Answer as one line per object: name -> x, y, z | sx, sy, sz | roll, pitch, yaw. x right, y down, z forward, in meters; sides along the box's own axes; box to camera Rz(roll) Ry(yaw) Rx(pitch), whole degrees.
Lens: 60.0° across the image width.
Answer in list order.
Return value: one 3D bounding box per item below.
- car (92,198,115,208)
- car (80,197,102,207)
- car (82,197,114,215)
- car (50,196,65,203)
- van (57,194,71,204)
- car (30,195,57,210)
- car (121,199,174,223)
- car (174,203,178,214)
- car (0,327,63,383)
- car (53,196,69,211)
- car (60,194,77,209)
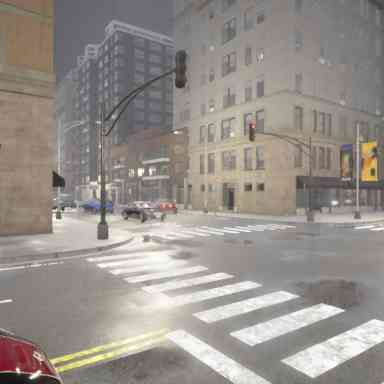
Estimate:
car -> -12.651, 1.560, 47.556 | 1.802, 1.307, 4.206 | 0, 0, -35
car -> -15.889, 1.504, 52.153 | 1.752, 1.417, 4.829 | 0, 0, -35
car -> -9.527, 1.441, 33.593 | 1.882, 1.535, 5.008 | 0, 0, -35
car -> -28.354, 1.556, 69.848 | 1.947, 1.339, 4.313 | 0, 0, -35
van -> -25.213, 1.328, 65.390 | 1.690, 1.788, 3.998 | 0, 0, -35
car -> -19.211, 1.265, 42.938 | 2.192, 1.841, 5.009 | 0, 0, -35
car -> -3.772, 1.464, 25.426 | 2.128, 1.511, 4.902 | 0, 0, -35
car -> -3.228, 1.425, 34.181 | 1.967, 1.590, 4.097 | 0, 0, -35
car -> -2.864, 1.352, 1.426 | 4.553, 1.767, 2.097 | 0, 0, -36
car -> -16.072, 1.517, 38.479 | 1.947, 1.339, 4.313 | 0, 0, -35
car -> -16.693, 1.313, 43.800 | 2.097, 1.767, 4.553 | 0, 0, -35
